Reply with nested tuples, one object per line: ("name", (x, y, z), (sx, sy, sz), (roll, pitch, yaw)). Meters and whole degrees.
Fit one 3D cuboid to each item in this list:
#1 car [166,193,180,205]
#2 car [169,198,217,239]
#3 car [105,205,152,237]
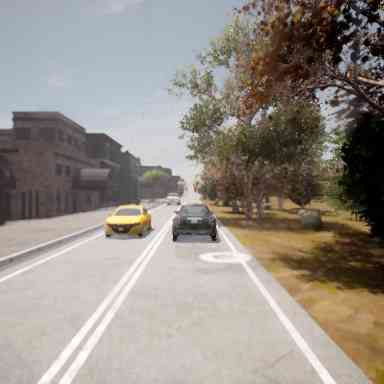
("car", (-3.239, 1.207, 57.766), (2.150, 2.045, 5.566), (0, 0, 1))
("car", (0.115, 1.356, 17.317), (2.097, 1.767, 4.553), (0, 0, 0))
("car", (-3.334, 1.481, 18.135), (1.882, 1.535, 5.008), (0, 0, 0))
